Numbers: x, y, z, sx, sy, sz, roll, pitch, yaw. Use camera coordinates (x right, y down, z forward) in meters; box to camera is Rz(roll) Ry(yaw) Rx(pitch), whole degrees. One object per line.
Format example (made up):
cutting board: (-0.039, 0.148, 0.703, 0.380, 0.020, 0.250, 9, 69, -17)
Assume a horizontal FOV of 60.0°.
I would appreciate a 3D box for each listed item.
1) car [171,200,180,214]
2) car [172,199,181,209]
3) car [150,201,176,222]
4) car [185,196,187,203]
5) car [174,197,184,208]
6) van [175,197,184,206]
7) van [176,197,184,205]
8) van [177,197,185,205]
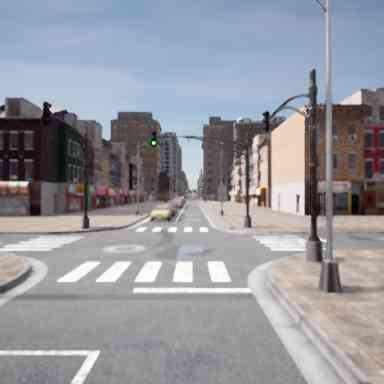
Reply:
car: (-2.626, 1.825, 34.925, 1.887, 1.381, 4.507, 0, 0, 0)
car: (-2.625, 1.912, 40.530, 1.802, 1.307, 4.206, 0, -1, 0)
car: (-2.627, 1.755, 29.151, 1.752, 1.417, 4.829, 0, 0, 0)
car: (-2.620, 1.862, 62.953, 2.192, 1.841, 5.009, 0, -1, 0)
car: (-2.623, 1.877, 51.742, 1.967, 1.590, 4.097, 0, -1, 0)
van: (-2.619, 1.945, 68.558, 1.690, 1.788, 3.998, 0, -1, 0)
van: (-2.618, 2.003, 74.163, 1.690, 1.788, 3.998, 0, -1, 0)
van: (-2.617, 2.061, 79.769, 1.690, 1.788, 3.998, 0, -1, 0)
